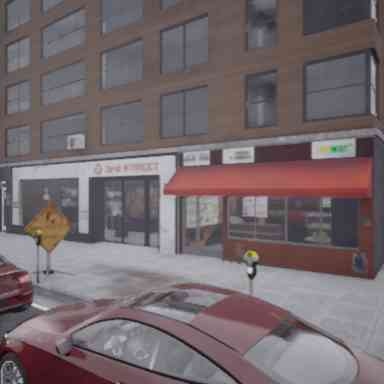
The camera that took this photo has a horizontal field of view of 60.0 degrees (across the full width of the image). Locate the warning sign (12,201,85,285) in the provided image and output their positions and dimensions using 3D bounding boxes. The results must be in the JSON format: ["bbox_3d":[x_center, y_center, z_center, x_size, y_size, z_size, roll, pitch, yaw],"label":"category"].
[{"bbox_3d":[-3.596,1.179,8.370,1.060,1.860,1.300,0,-1,36],"label":"warning sign"}]

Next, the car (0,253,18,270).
[{"bbox_3d":[-4.716,1.644,6.435,4.206,1.307,1.802,-1,0,36],"label":"car"}]

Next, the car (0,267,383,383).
[{"bbox_3d":[-0.233,1.598,3.237,4.206,1.307,1.802,-1,0,36],"label":"car"}]
